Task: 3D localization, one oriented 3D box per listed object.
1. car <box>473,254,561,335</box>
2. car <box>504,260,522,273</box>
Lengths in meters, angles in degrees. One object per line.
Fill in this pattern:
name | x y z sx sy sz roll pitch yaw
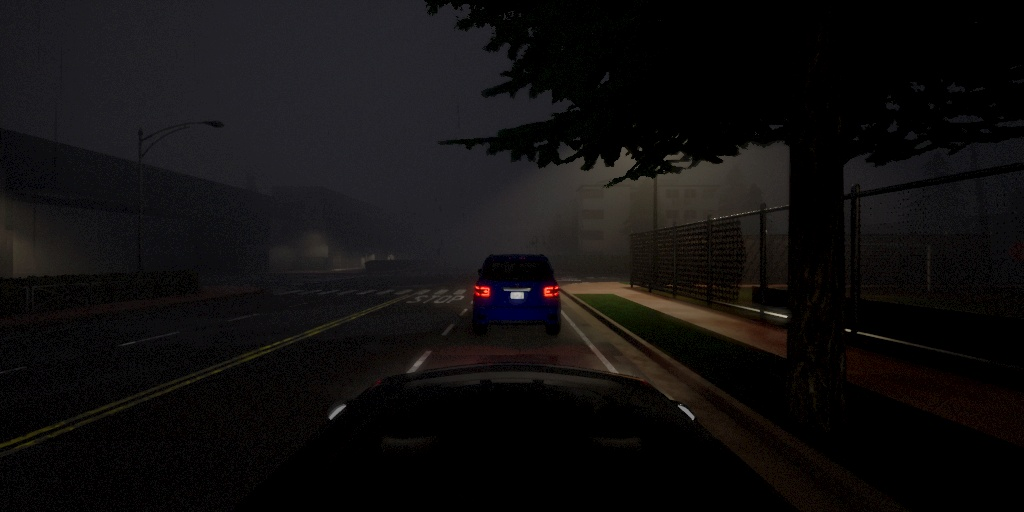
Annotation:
car | 0.124 0.971 10.649 2.150 2.045 5.566 0 0 0
car | 0.069 1.240 45.524 2.128 1.511 4.902 0 0 0
